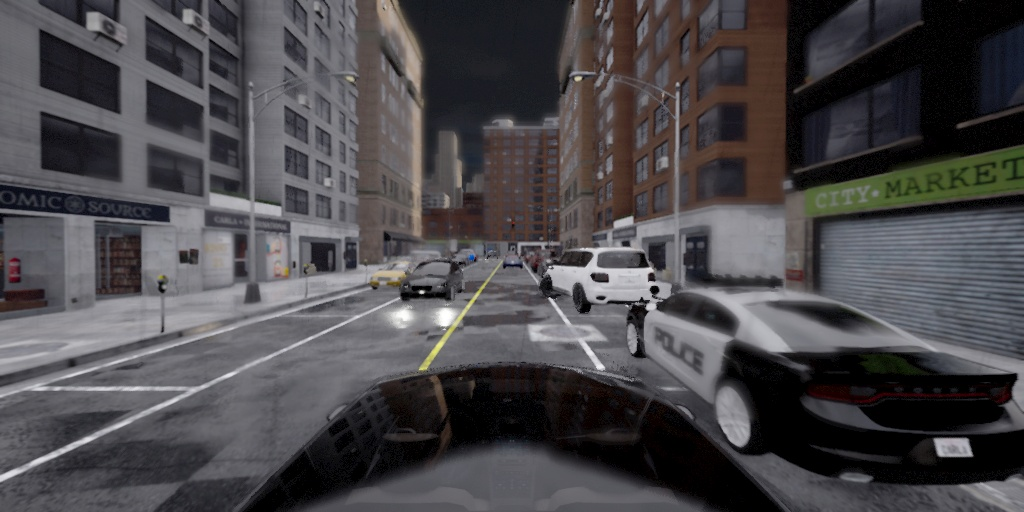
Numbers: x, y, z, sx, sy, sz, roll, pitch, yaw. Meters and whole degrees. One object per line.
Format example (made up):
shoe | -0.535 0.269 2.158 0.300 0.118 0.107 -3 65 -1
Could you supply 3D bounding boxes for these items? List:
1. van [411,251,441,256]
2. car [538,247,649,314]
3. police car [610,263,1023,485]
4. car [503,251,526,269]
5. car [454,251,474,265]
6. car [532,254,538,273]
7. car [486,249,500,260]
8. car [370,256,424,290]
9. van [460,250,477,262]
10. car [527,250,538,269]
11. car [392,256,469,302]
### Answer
van | -5.848 0.544 24.320 1.690 1.789 3.998 0 0 0
car | 2.791 0.703 12.636 2.150 2.045 5.566 0 2 -10
police car | 3.136 1.089 5.128 1.930 1.638 5.238 0 1 0
car | 0.097 0.498 36.119 1.994 1.385 4.181 0 1 1
car | -5.842 0.396 40.761 1.948 1.339 4.313 0 0 0
car | 2.678 0.753 24.314 2.007 1.370 4.403 0 0 0
car | -2.979 -0.292 56.070 1.837 1.490 4.892 0 1 0
car | -5.850 0.857 18.669 1.751 1.417 4.829 0 0 0
van | -5.840 0.050 46.243 1.690 1.789 3.998 0 0 0
car | 2.680 0.391 29.794 2.192 1.841 5.009 0 0 0
car | -3.094 0.935 14.710 1.837 1.490 4.892 0 1 0
